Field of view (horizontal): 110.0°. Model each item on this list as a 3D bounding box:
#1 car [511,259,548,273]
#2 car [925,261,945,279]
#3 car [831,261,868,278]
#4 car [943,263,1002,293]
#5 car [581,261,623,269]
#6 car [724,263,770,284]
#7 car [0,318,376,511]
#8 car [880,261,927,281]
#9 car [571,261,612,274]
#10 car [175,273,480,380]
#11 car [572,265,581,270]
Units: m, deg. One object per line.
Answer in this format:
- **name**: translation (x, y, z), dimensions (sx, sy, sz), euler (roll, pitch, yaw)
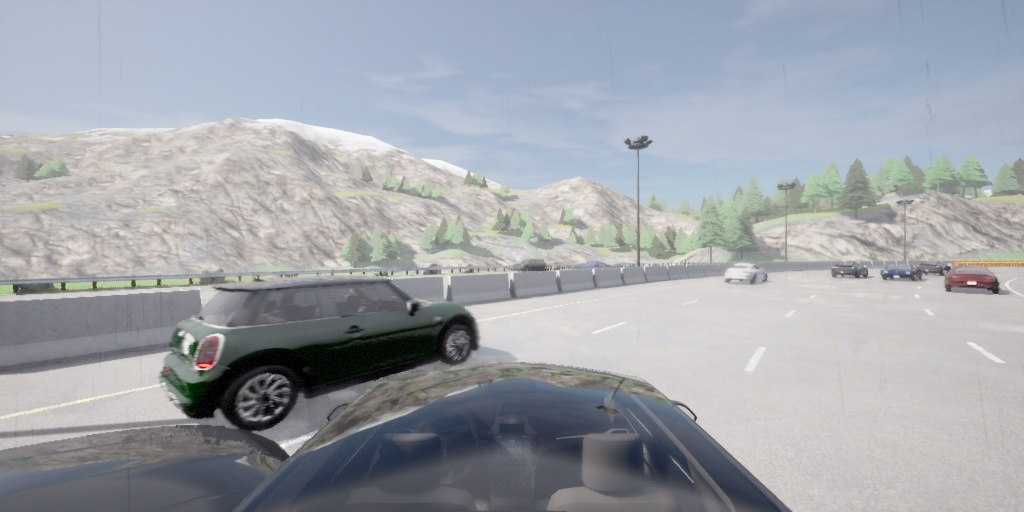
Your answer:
- **car**: translation (2.022, 1.110, 41.477), dimensions (4.553, 1.767, 2.097), euler (0, 0, -41)
- **car**: translation (43.310, 1.248, 36.809), dimensions (4.902, 1.511, 2.128), euler (0, 0, -31)
- **car**: translation (31.373, 1.248, 33.286), dimensions (4.902, 1.511, 2.128), euler (0, 0, -35)
- **car**: translation (26.476, 1.279, 20.734), dimensions (4.674, 1.442, 1.812), euler (0, 0, -40)
- **car**: translation (8.972, 1.357, 33.640), dimensions (4.718, 1.301, 1.895), euler (0, 0, -41)
- **car**: translation (17.674, 1.281, 27.057), dimensions (4.674, 1.442, 1.812), euler (0, 0, -41)
- **car**: translation (-2.981, 1.255, 0.473), dimensions (4.892, 1.490, 1.837), euler (0, 0, -45)
- **car**: translation (32.306, 1.356, 29.676), dimensions (4.718, 1.301, 1.895), euler (0, 0, -35)
- **car**: translation (9.703, 1.306, 43.437), dimensions (5.357, 1.411, 2.033), euler (0, 0, -39)
- **car**: translation (-2.626, 1.104, 5.983), dimensions (2.097, 1.767, 4.553), euler (0, 0, 38)
- **car**: translation (8.755, 1.283, 38.072), dimensions (4.674, 1.442, 1.812), euler (0, 0, -40)
